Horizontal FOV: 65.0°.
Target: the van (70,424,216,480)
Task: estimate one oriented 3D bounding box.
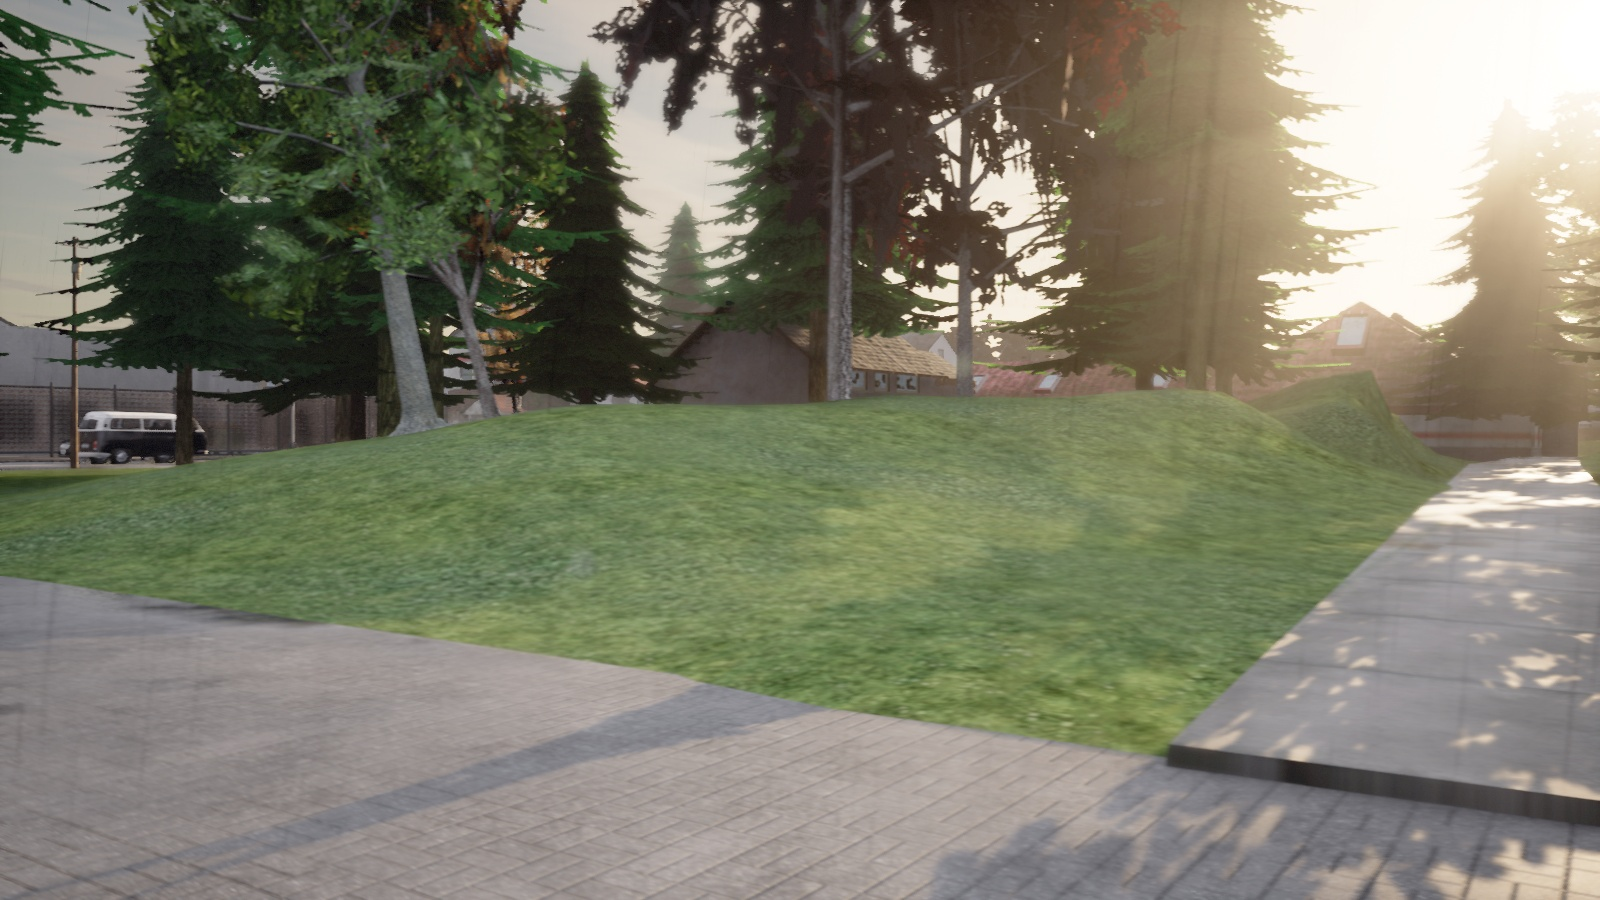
[{"bbox_3d":[-25.096,0.025,48.112,2.069,2.038,4.480,0,1,34],"label":"van"}]

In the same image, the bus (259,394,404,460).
[{"bbox_3d":[-31.760,-1.516,84.899,10.273,4.253,3.944,0,1,35],"label":"bus"}]

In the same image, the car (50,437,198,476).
[{"bbox_3d":[-27.648,0.235,51.505,2.128,1.511,4.902,0,1,33],"label":"car"}]
